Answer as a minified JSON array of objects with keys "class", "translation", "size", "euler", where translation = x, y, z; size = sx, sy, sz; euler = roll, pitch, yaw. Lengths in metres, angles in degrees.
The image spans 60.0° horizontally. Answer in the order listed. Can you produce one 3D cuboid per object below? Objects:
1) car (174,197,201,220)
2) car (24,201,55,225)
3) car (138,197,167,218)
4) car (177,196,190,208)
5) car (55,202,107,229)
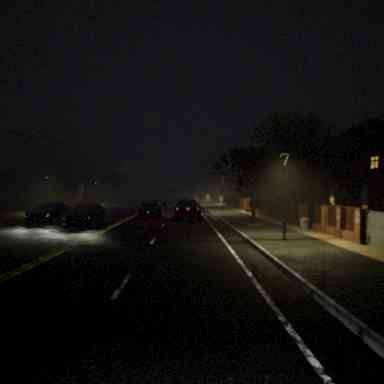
[{"class":"car","translation":[-0.379,1.329,27.537],"size":[2.097,1.767,4.553],"euler":[0,0,-2]},{"class":"car","translation":[-10.221,1.467,23.988],"size":[1.882,1.535,5.008],"euler":[0,0,-2]},{"class":"car","translation":[-3.716,1.468,30.109],"size":[2.128,1.511,4.902],"euler":[0,0,-2]},{"class":"car","translation":[-1.290,1.438,48.520],"size":[1.882,1.535,5.008],"euler":[0,0,-3]},{"class":"car","translation":[-6.909,1.465,21.720],"size":[1.882,1.535,5.008],"euler":[0,0,-1]}]
